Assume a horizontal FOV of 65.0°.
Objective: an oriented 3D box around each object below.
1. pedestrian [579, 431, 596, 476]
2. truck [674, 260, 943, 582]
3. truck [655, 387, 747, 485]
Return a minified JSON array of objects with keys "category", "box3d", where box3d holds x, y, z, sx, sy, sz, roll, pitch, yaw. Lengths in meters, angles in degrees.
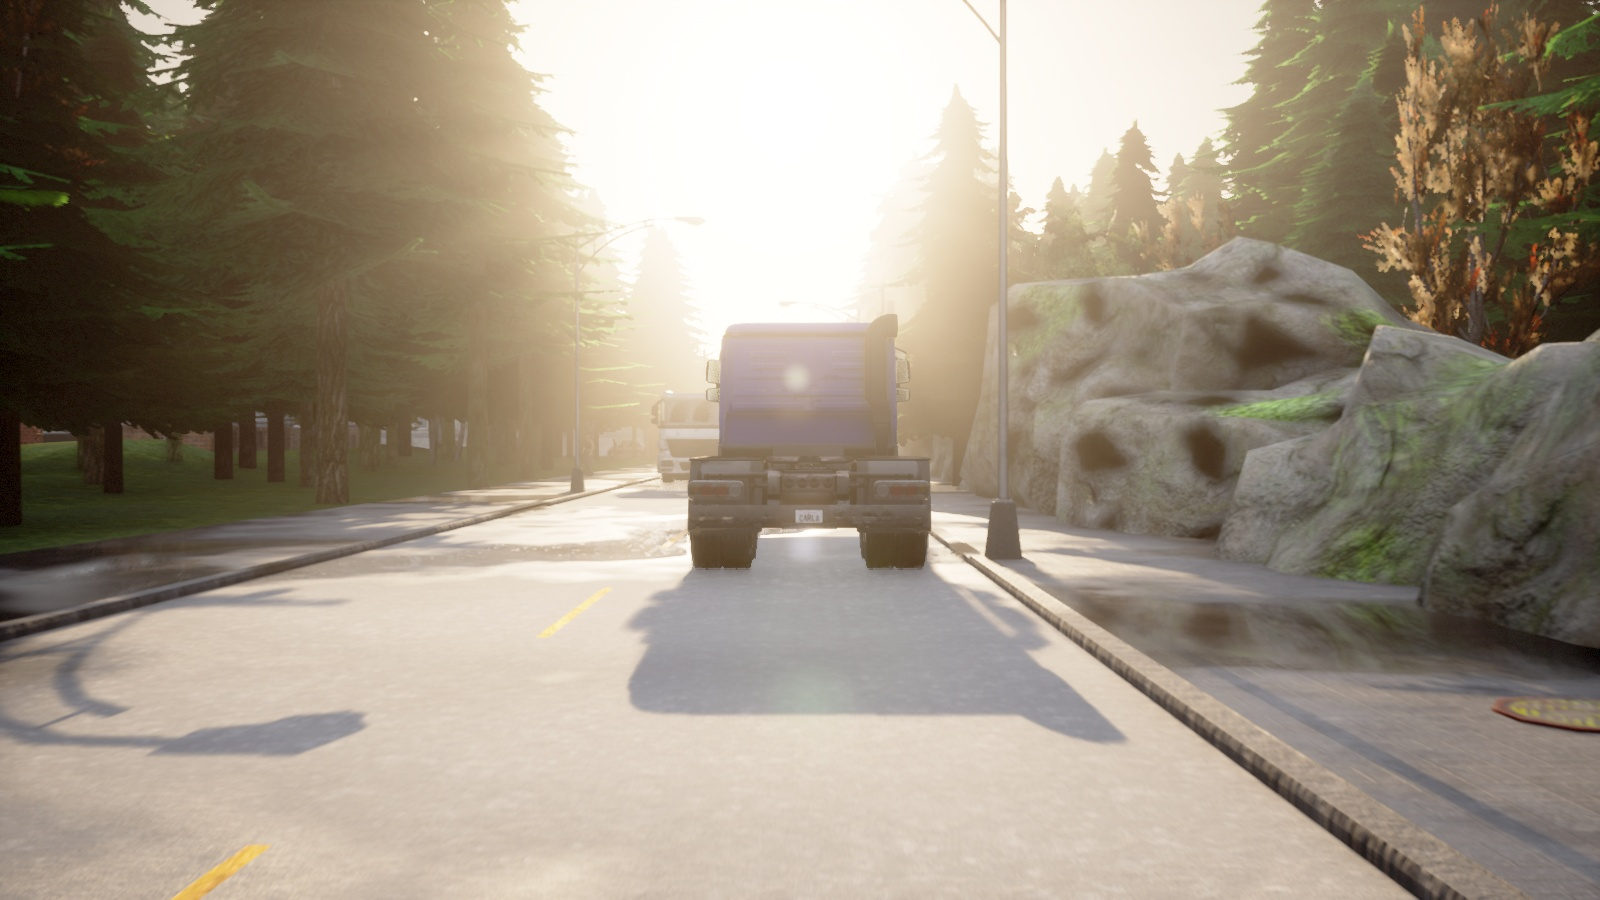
[{"category":"pedestrian","box3d":[-8.773,0.149,51.914,0.345,1.836,0.594,0,0,40]},{"category":"truck","box3d":[0.116,-0.336,17.481,2.891,3.462,7.936,0,0,0]},{"category":"truck","box3d":[-3.705,-0.520,48.744,2.891,3.462,7.936,0,0,0]}]
